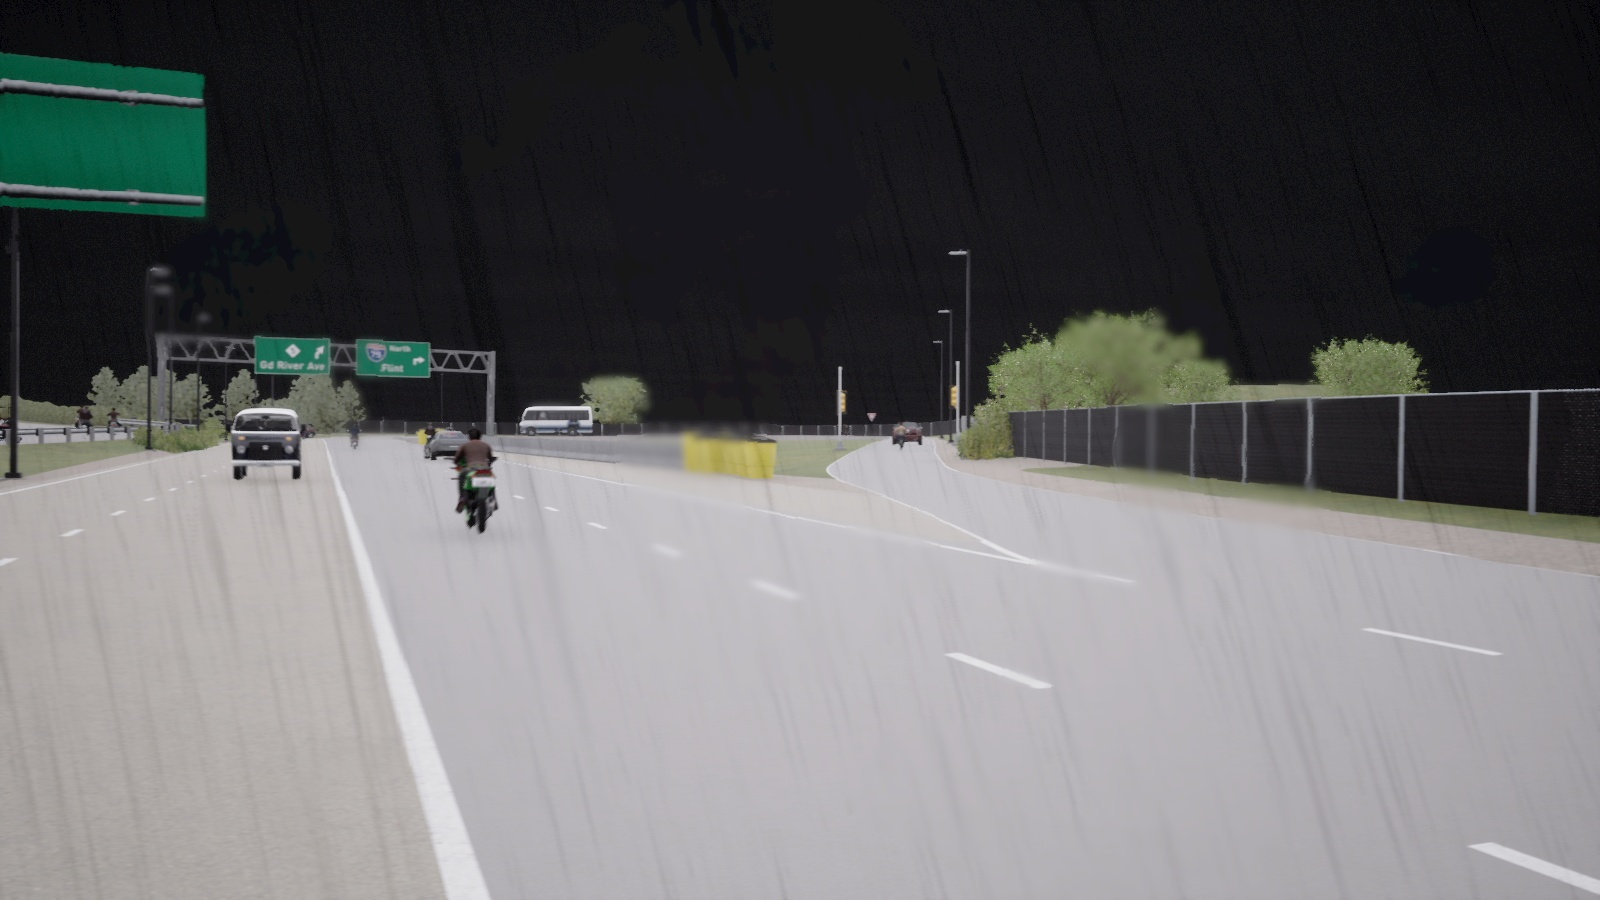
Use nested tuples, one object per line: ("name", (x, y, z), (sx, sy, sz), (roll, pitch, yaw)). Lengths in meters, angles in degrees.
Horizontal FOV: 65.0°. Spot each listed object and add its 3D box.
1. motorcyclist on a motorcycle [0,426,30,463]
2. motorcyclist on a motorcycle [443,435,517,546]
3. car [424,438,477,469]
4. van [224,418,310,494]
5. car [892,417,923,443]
("motorcyclist on a motorcycle", (-37.477, -0.252, 59.043), (0.766, 1.649, 2.350), (-1, 3, 9))
("motorcyclist on a motorcycle", (-4.695, 0.545, 18.339), (0.797, 1.523, 2.044), (-1, 1, -21))
("car", (-16.361, 0.137, 58.616), (1.994, 1.385, 4.181), (-1, 1, -21))
("van", (-15.241, 0.132, 36.093), (2.069, 2.038, 4.480), (-1, 1, -21))
("car", (7.678, -1.424, 89.597), (2.097, 1.767, 4.553), (-1, 1, 6))
